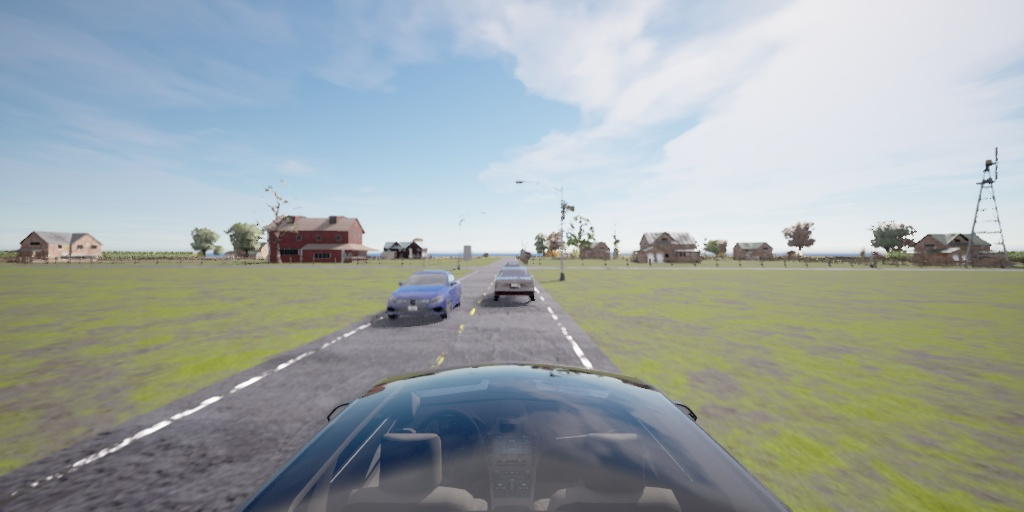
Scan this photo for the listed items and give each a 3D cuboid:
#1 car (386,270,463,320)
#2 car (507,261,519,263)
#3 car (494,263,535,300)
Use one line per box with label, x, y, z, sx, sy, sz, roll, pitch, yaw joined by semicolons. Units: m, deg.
car;-2.848;1.235;12.604;1.812;1.442;4.674;0;0;0
car;0.103;1.189;33.956;1.994;1.385;4.181;0;0;0
car;0.104;1.239;17.214;2.033;1.411;5.357;0;0;0
